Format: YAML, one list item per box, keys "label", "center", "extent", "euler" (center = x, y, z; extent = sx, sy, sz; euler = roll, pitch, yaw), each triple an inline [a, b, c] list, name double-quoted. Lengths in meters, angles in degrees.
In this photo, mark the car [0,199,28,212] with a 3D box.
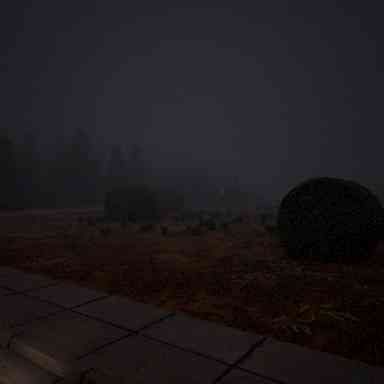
- label: "car"
  center: [-20.775, 1.484, 36.714]
  extent: [2.128, 1.511, 4.902]
  euler: [0, 0, 37]
